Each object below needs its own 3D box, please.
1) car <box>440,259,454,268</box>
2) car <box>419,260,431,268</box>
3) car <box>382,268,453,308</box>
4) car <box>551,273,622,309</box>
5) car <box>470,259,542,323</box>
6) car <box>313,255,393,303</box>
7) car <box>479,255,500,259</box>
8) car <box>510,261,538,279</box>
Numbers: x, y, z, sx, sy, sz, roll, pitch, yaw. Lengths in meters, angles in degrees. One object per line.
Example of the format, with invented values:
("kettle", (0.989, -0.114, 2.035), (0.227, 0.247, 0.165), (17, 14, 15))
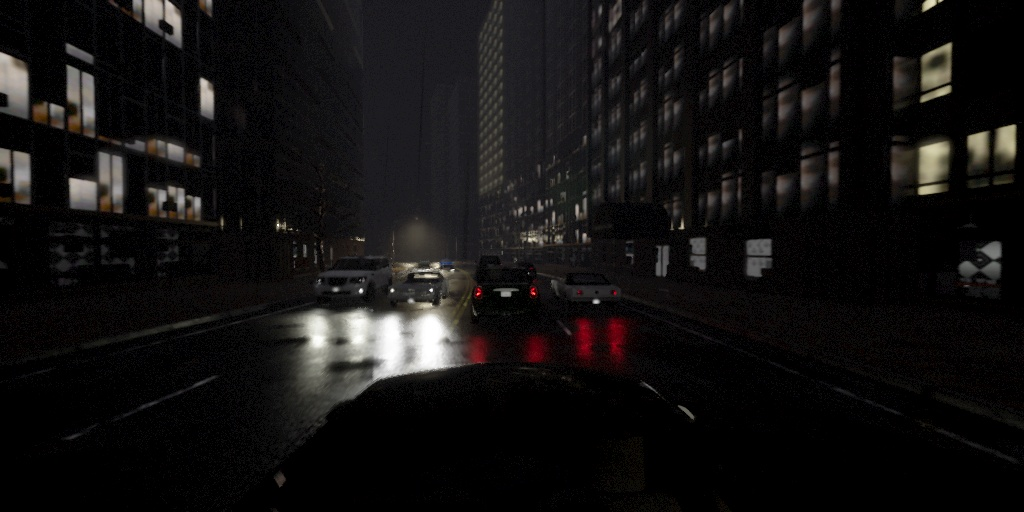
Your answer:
("car", (-10.126, 1.226, 55.422), (1.882, 1.535, 5.008), (0, 0, -14))
("car", (-14.293, 1.368, 58.642), (1.895, 1.301, 4.718), (0, 0, -14))
("car", (-3.878, 1.360, 15.521), (1.895, 1.301, 4.718), (0, 0, -4))
("car", (2.865, 1.340, 14.966), (1.895, 1.301, 4.718), (0, 0, -3))
("car", (-0.261, 1.101, 12.302), (2.097, 1.767, 4.553), (0, 0, -3))
("car", (-7.241, 0.991, 17.074), (2.150, 2.045, 5.566), (0, 0, -4))
("car", (-2.137, 0.967, 32.275), (2.150, 2.045, 5.566), (0, 0, -8))
("car", (1.021, 1.236, 33.048), (1.837, 1.490, 4.892), (0, 0, -8))
